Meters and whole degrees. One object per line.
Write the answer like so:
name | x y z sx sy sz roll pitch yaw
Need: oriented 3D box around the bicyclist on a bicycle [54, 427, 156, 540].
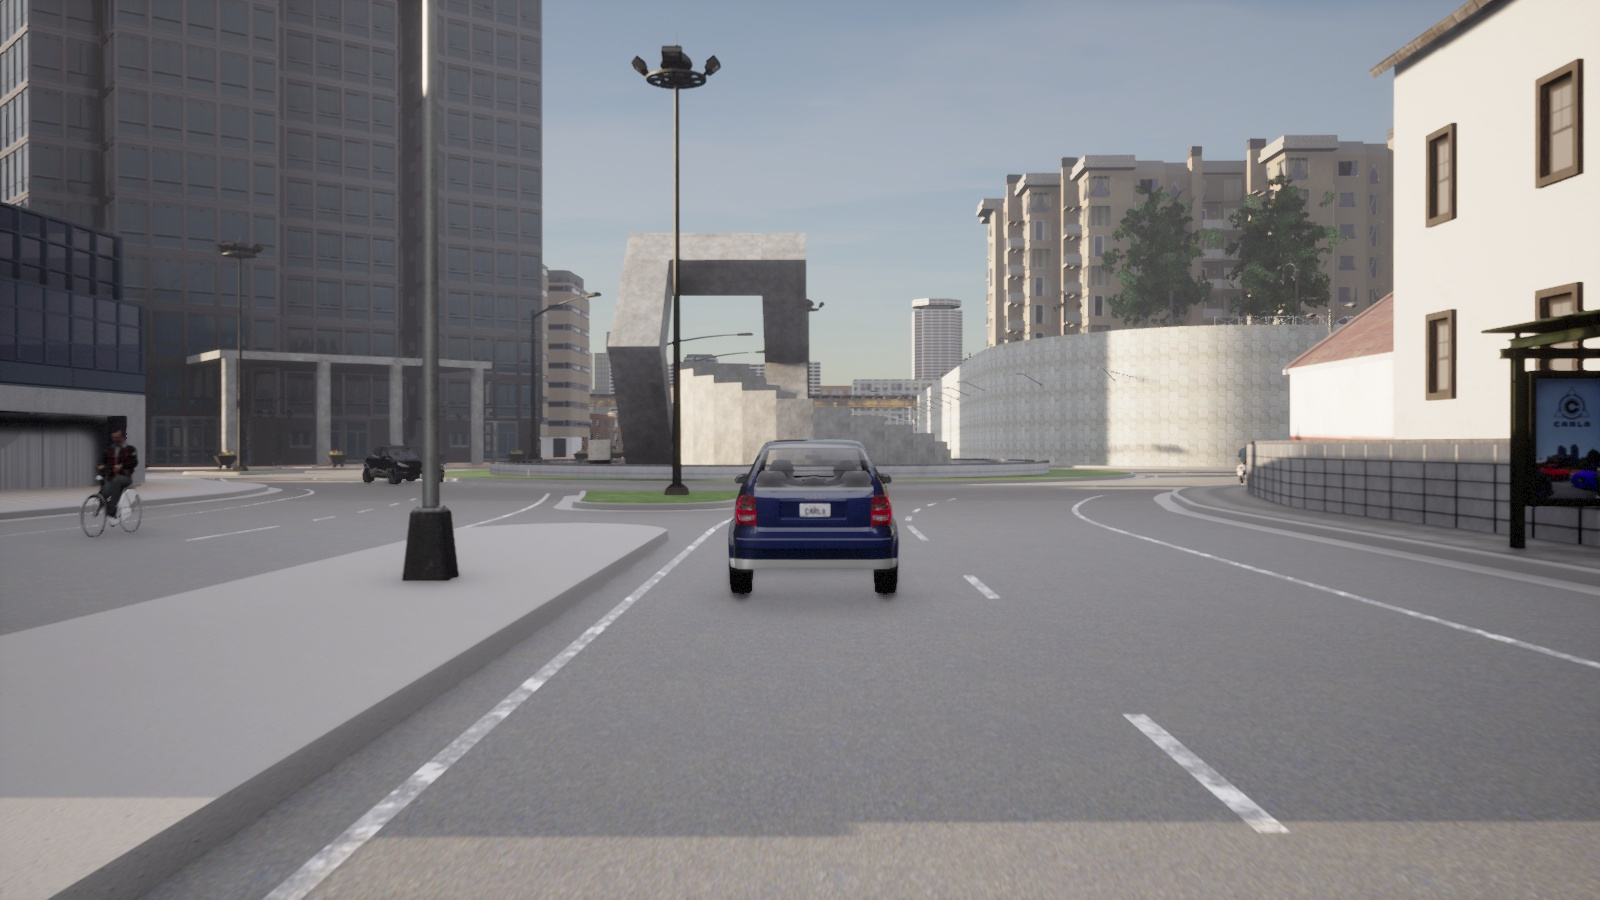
bicyclist on a bicycle | -11.341 0.524 20.566 0.659 1.776 1.843 0 0 -1

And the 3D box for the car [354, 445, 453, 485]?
car | -15.617 0.532 49.313 2.163 1.488 4.792 0 0 -38

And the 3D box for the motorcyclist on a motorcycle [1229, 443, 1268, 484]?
motorcyclist on a motorcycle | 17.432 0.516 48.758 0.866 1.590 1.817 -1 0 39

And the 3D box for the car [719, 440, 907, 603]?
car | 0.143 0.669 13.795 1.789 1.549 3.705 0 0 1
